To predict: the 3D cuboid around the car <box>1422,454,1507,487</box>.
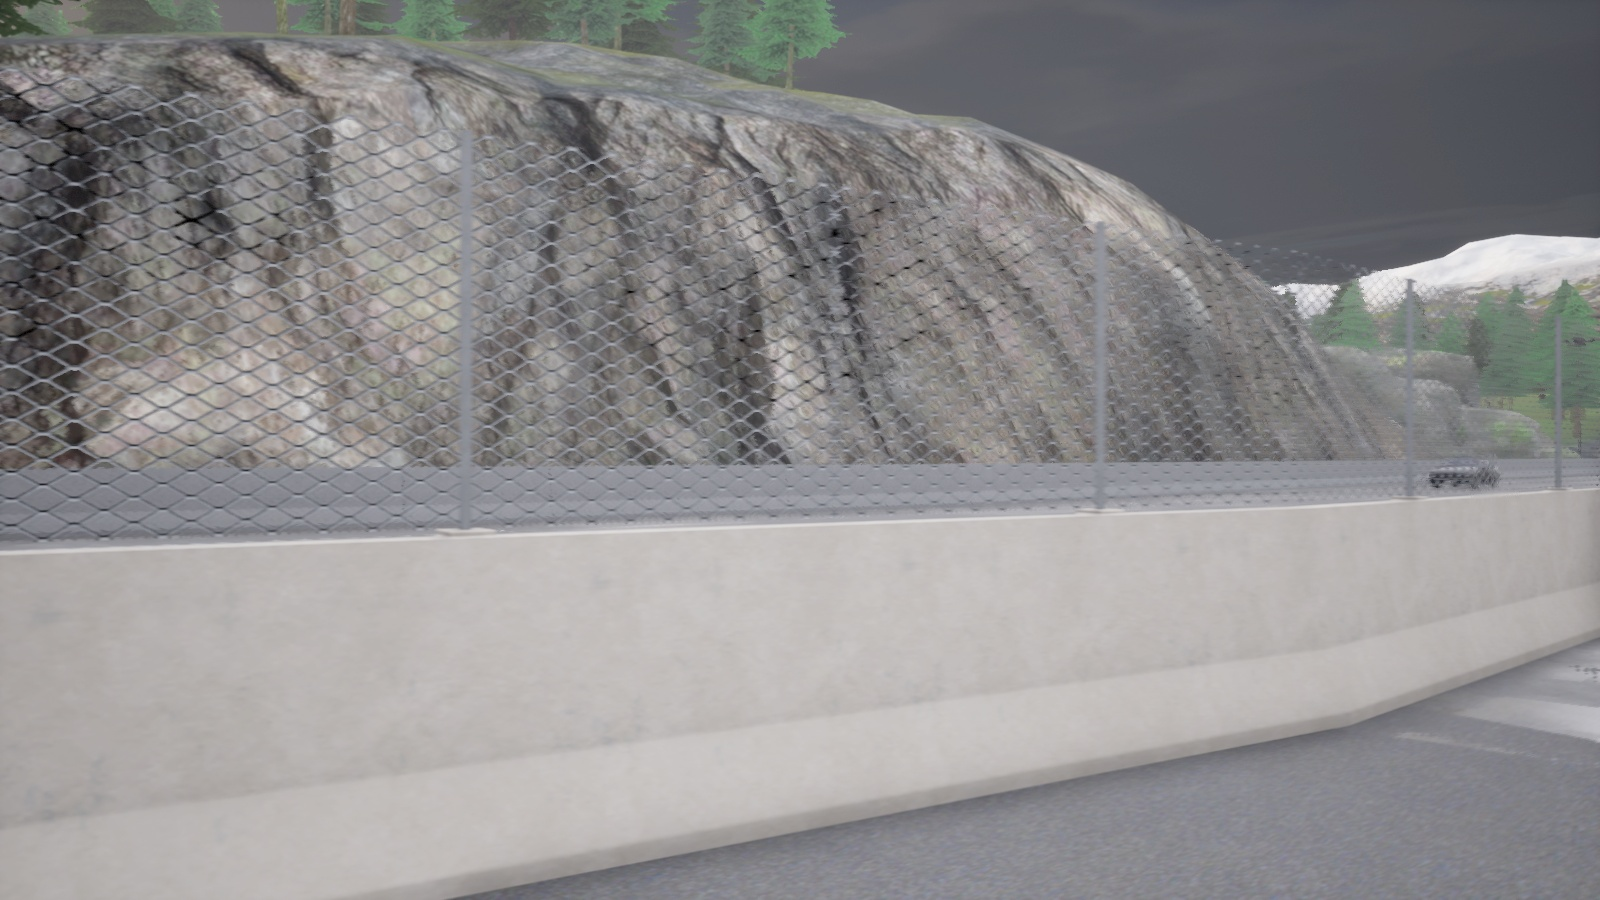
[{"bbox_3d":[29.460,0.868,55.559,2.033,1.411,5.357,0,0,42],"label":"car"}]
